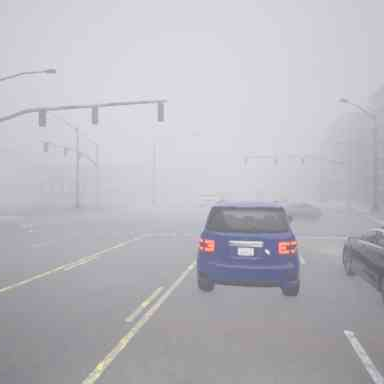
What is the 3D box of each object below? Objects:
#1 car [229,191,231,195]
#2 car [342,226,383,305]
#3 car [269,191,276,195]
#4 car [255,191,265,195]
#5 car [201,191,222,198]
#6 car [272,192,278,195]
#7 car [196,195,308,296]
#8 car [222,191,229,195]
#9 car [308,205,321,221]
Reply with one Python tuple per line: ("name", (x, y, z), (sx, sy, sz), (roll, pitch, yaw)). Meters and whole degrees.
("car", (6.757, 0.803, 67.919), (2.150, 2.045, 5.566), (0, 1, 12))
("car", (4.797, 1.499, 7.422), (2.128, 1.511, 4.902), (0, 0, 11))
("car", (20.887, 0.632, 84.967), (2.097, 1.767, 4.553), (0, 0, 11))
("car", (15.418, 0.975, 75.471), (1.994, 1.385, 4.181), (0, 1, 11))
("car", (2.589, 1.122, 47.500), (2.150, 2.045, 5.566), (0, 1, 11))
("car", (15.422, 1.222, 57.145), (2.128, 1.511, 4.902), (0, 1, 11))
("car", (1.533, 1.230, 8.951), (2.150, 2.045, 5.566), (0, 0, 11))
("car", (4.636, 0.978, 57.683), (2.150, 2.045, 5.566), (0, 1, 12))
("car", (8.187, 1.562, 26.836), (4.181, 1.385, 1.994), (0, 0, -2))
